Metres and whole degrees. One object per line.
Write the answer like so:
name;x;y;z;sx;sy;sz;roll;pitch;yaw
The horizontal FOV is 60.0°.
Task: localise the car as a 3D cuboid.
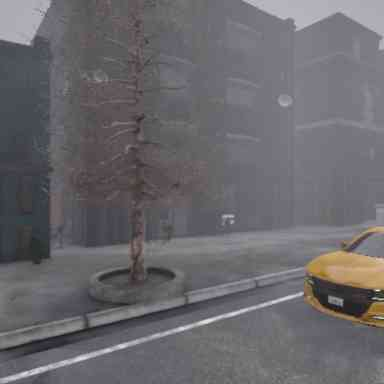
car;4.331;1.442;6.744;5.008;1.535;1.882;-1;0;-35
